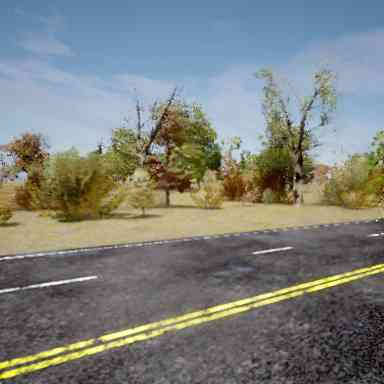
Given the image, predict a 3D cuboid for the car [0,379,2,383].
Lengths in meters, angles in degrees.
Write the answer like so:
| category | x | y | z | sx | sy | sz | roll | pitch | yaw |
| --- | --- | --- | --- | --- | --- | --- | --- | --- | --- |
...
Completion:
| category | x | y | z | sx | sy | sz | roll | pitch | yaw |
| --- | --- | --- | --- | --- | --- | --- | --- | --- | --- |
| car | -2.993 | 1.493 | 1.285 | 4.181 | 1.385 | 1.994 | 0 | 2 | -35 |
